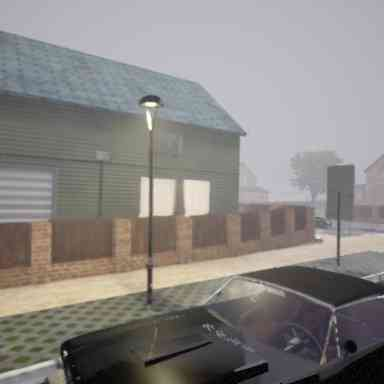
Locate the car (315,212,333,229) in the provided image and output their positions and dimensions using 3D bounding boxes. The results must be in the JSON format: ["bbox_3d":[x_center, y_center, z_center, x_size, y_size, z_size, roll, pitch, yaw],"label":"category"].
[{"bbox_3d":[7.317,1.715,23.091,1.837,1.490,4.892,3,-1,-34],"label":"car"}]

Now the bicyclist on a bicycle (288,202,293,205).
[{"bbox_3d":[9.150,1.741,30.917,1.656,1.620,0.582,2,-1,-34],"label":"bicyclist on a bicycle"}]

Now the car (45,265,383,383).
[{"bbox_3d":[1.013,1.631,3.671,4.718,1.301,1.895,1,0,-34],"label":"car"}]
